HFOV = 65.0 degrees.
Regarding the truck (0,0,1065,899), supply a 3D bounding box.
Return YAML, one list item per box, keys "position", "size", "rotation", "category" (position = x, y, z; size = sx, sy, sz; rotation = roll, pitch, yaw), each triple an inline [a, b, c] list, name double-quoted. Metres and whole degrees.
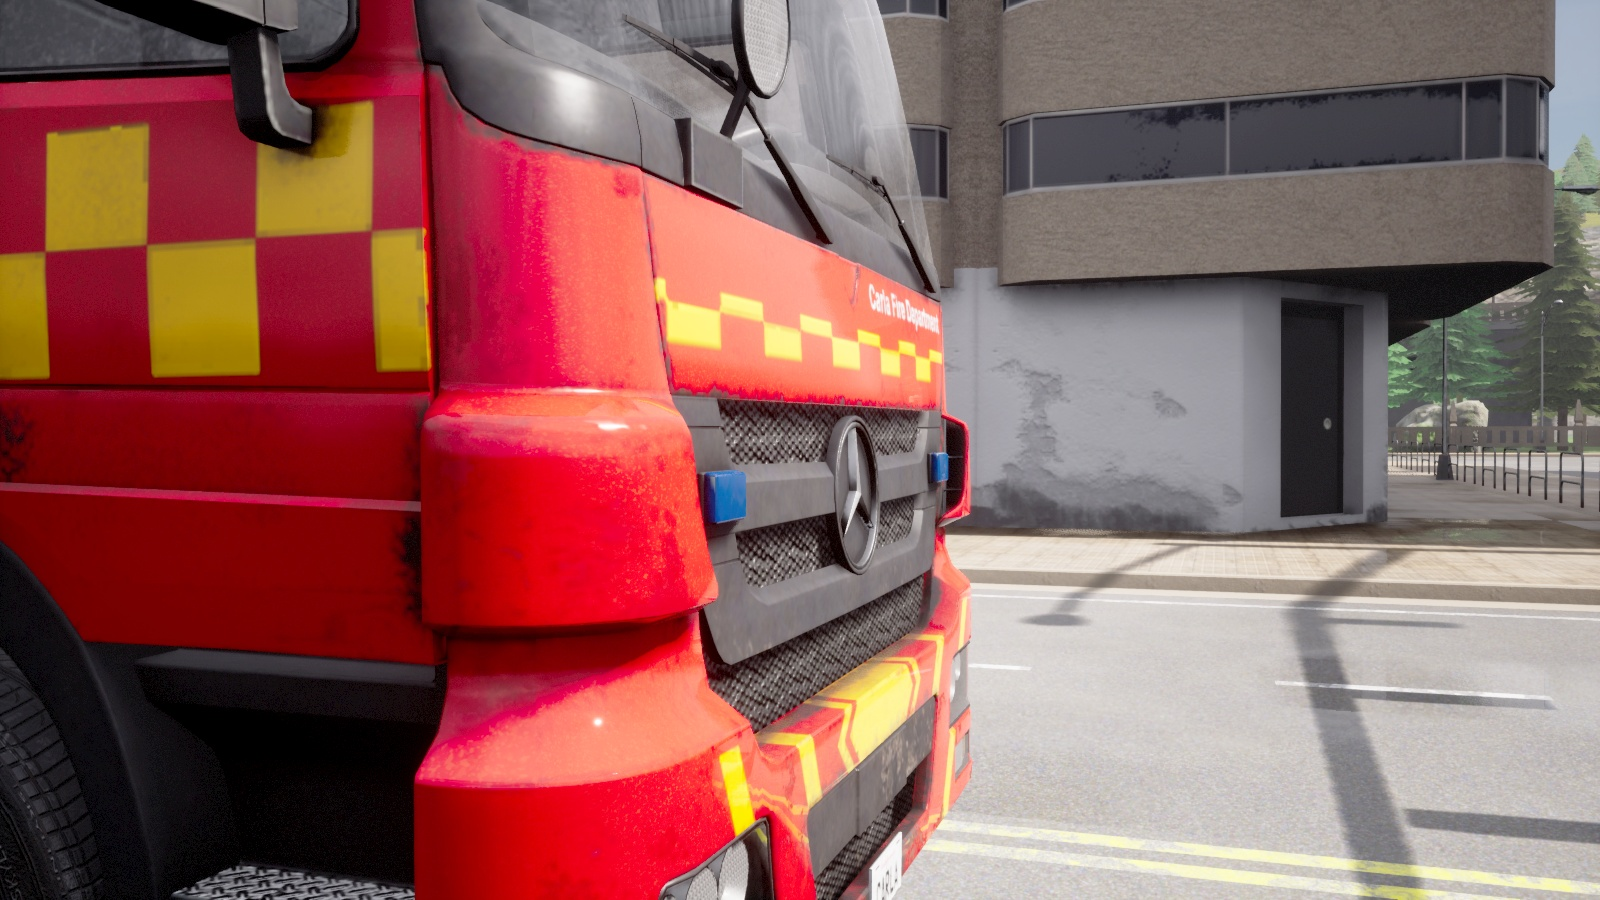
- position: [-3.556, -0.422, 4.371]
  size: [8.468, 3.827, 2.891]
  rotation: [1, 1, 19]
  category: "truck"
